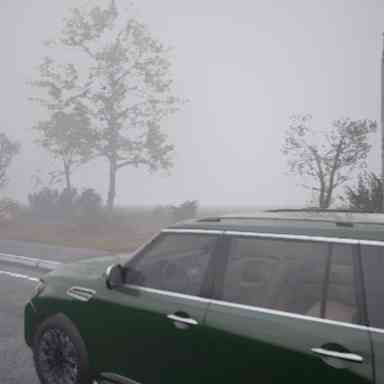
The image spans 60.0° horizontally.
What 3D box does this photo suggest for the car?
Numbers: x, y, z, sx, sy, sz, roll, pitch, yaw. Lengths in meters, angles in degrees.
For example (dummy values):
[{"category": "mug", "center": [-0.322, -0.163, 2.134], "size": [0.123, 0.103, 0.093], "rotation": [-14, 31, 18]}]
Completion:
[{"category": "car", "center": [0.598, 1.209, 3.421], "size": [5.566, 2.045, 2.150], "rotation": [0, 0, 35]}]
